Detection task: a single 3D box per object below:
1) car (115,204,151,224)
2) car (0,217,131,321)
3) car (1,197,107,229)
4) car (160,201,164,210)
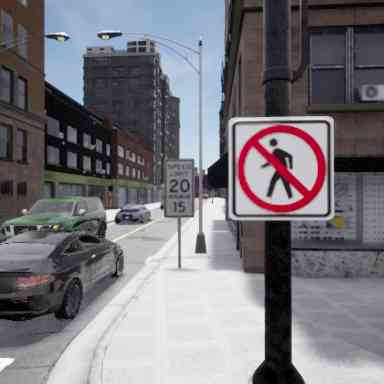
[{"bbox_3d":[-4.291,1.572,24.557,1.994,1.385,4.181,0,0,3],"label":"car"},{"bbox_3d":[-2.885,1.513,7.179,1.812,1.442,4.674,0,0,4],"label":"car"},{"bbox_3d":[-5.084,1.219,13.108,2.150,2.045,5.566,0,0,4],"label":"car"},{"bbox_3d":[-2.921,1.581,43.349,2.033,1.411,5.357,0,0,5],"label":"car"}]
